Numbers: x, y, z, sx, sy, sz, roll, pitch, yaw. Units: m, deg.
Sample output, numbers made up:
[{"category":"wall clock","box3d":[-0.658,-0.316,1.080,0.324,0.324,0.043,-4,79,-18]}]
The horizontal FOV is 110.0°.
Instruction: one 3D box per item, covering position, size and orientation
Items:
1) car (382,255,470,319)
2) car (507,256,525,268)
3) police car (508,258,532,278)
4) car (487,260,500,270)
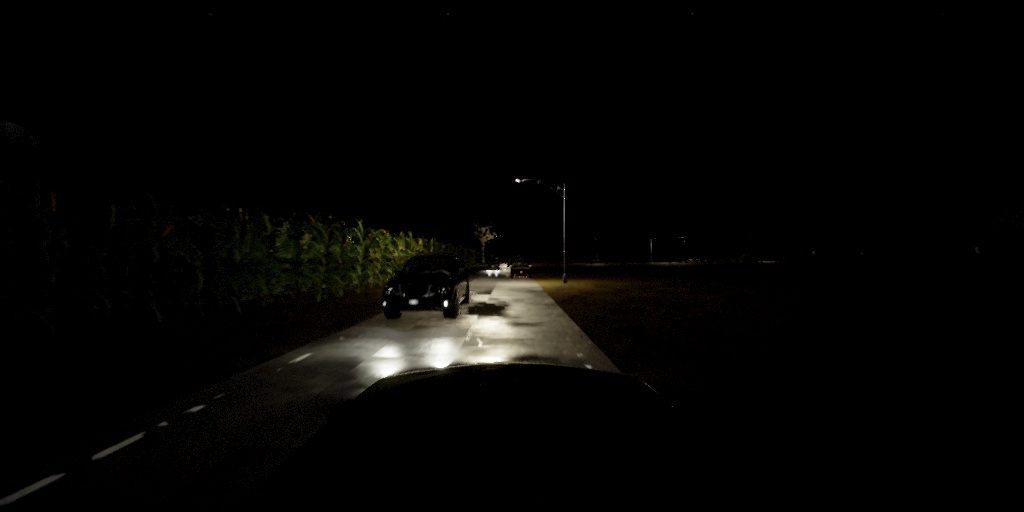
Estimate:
[{"category":"car","box3d":[-2.853,0.976,13.138,2.150,2.045,5.566,0,0,0]},{"category":"car","box3d":[0.817,1.064,44.141,2.150,2.045,5.566,0,0,0]},{"category":"police car","box3d":[0.818,1.225,34.219,1.930,1.638,5.238,0,0,0]},{"category":"car","box3d":[-2.819,1.394,55.536,2.128,1.511,4.902,0,0,0]}]
